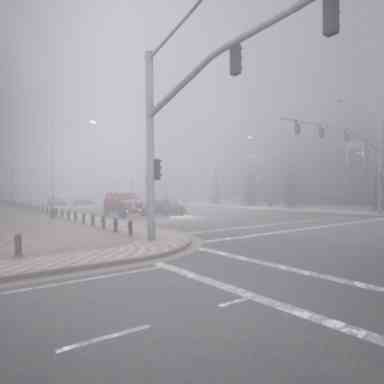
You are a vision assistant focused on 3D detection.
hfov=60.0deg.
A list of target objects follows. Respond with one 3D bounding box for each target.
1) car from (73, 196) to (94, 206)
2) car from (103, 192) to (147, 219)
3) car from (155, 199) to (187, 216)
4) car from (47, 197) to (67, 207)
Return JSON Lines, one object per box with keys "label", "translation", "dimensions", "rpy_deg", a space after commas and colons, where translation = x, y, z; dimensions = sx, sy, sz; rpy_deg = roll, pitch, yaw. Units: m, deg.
{"label": "car", "translation": [-15.835, 1.309, 48.401], "dimensions": [1.994, 1.385, 4.181], "rpy_deg": [-1, 0, -35]}
{"label": "car", "translation": [-5.586, 1.015, 27.595], "dimensions": [2.150, 2.045, 5.566], "rpy_deg": [-1, 1, -35]}
{"label": "car", "translation": [-2.263, 1.311, 28.971], "dimensions": [1.994, 1.385, 4.181], "rpy_deg": [-1, 1, -35]}
{"label": "car", "translation": [-19.258, 1.355, 47.204], "dimensions": [1.994, 1.385, 4.181], "rpy_deg": [-1, 0, -34]}
